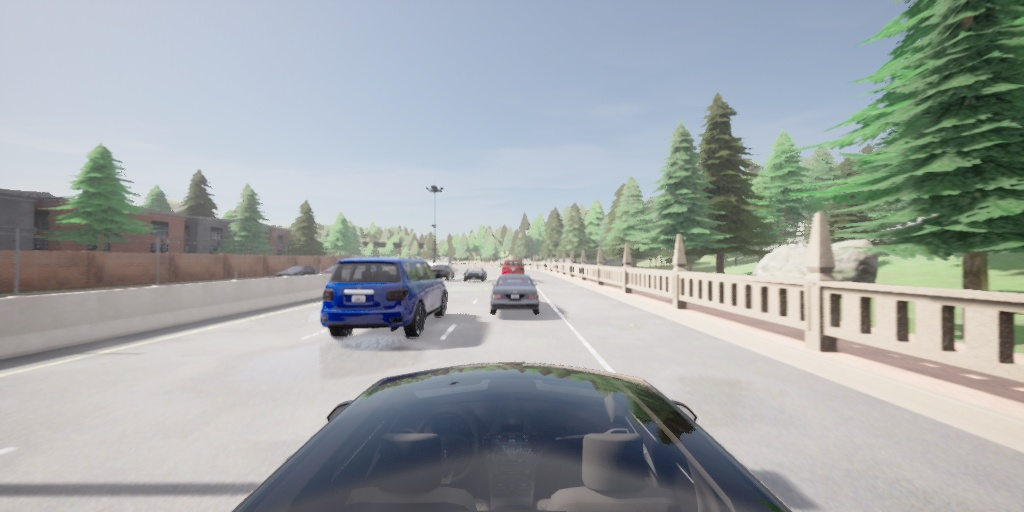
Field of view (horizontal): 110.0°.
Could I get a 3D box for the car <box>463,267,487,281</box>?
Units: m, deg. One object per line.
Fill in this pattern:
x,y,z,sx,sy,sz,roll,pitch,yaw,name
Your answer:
-3.397,1.714,34.097,1.895,1.301,4.718,0,-1,0,car

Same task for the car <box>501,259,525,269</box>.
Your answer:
0.104,1.343,34.838,2.150,2.045,5.566,0,-1,0,car

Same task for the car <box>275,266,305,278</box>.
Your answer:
-21.091,1.678,35.737,2.033,1.411,5.357,0,-1,0,car

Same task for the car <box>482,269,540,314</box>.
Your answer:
0.102,1.442,14.619,2.033,1.411,5.357,0,-1,0,car

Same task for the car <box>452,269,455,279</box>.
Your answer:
-6.896,1.635,35.688,1.837,1.490,4.892,0,-1,0,car

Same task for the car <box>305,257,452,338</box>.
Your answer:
-3.399,1.071,10.628,2.150,2.045,5.566,0,-1,0,car
